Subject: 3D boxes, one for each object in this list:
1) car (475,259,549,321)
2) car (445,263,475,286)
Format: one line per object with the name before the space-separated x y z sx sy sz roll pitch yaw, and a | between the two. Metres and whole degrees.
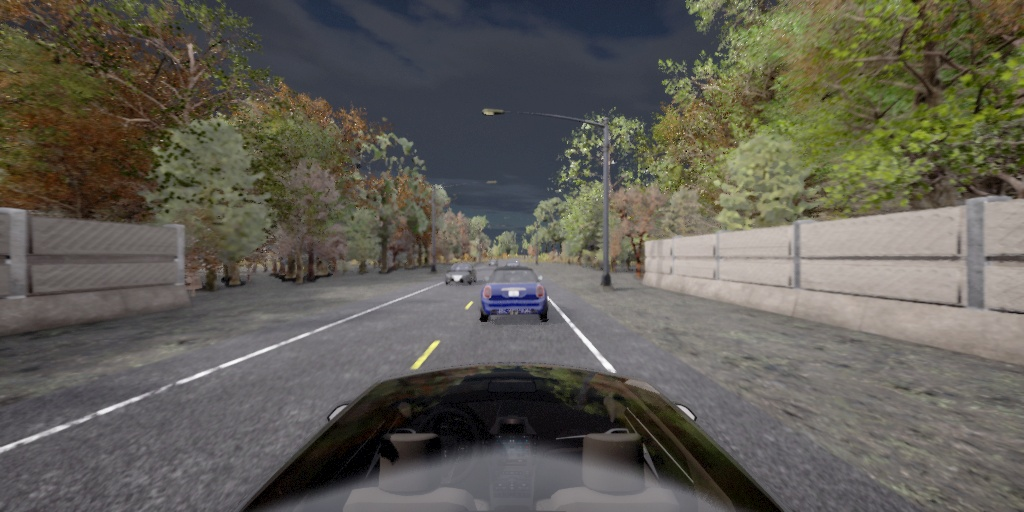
car | 0.064 1.110 12.700 2.097 1.767 4.553 -1 0 0
car | -3.596 1.270 25.896 2.128 1.511 4.902 0 0 0
